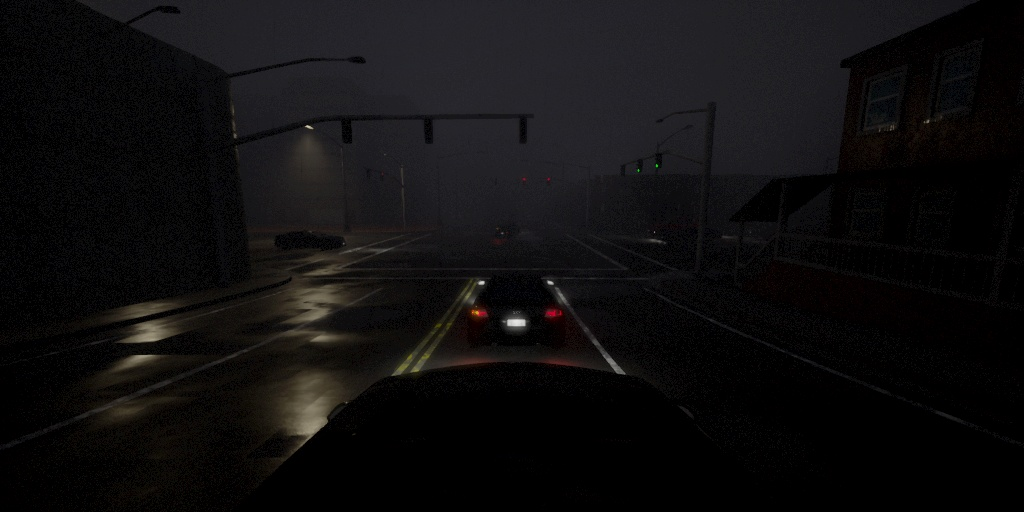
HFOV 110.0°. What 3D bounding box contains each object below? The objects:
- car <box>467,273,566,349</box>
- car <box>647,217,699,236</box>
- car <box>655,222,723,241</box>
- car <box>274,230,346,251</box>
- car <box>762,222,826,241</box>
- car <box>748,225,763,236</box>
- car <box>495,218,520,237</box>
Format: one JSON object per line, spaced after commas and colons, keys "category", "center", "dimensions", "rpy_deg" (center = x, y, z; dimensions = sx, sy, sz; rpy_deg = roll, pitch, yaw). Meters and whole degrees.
{"category": "car", "center": [0.099, 1.092, 8.671], "dimensions": [1.994, 1.385, 4.181], "rpy_deg": [0, 3, 0]}
{"category": "car", "center": [17.001, -3.005, 37.260], "dimensions": [5.566, 2.045, 2.150], "rpy_deg": [0, 8, 0]}
{"category": "car", "center": [16.866, -2.173, 33.846], "dimensions": [5.357, 1.411, 2.033], "rpy_deg": [0, 8, 0]}
{"category": "car", "center": [-15.114, -1.195, 26.939], "dimensions": [4.902, 1.511, 2.128], "rpy_deg": [0, 8, 0]}
{"category": "car", "center": [26.963, -2.237, 33.759], "dimensions": [5.008, 1.535, 1.882], "rpy_deg": [0, 8, 0]}
{"category": "car", "center": [27.248, -2.732, 37.221], "dimensions": [4.902, 1.511, 2.128], "rpy_deg": [0, 8, 1]}
{"category": "car", "center": [-0.424, -2.912, 38.647], "dimensions": [1.837, 1.490, 4.892], "rpy_deg": [3, 9, 12]}
